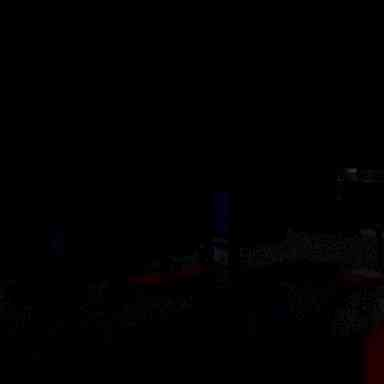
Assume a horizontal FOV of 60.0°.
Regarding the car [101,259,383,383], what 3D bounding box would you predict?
[{"bbox_3d":[1.244,1.536,3.732,4.507,1.381,1.887,0,0,-35],"label":"car"}]
